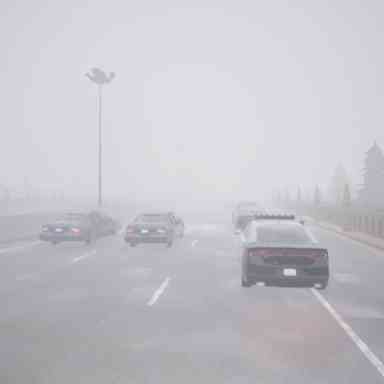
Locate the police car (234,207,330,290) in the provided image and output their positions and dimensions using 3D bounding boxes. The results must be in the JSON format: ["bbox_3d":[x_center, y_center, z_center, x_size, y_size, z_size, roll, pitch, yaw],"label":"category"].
[{"bbox_3d":[2.288,1.435,9.355,1.930,1.638,5.238,0,0,6],"label":"police car"}]

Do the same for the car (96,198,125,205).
[{"bbox_3d":[-9.419,1.596,40.052,1.812,1.442,4.674,0,0,7],"label":"car"}]

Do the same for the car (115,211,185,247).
[{"bbox_3d":[-1.523,1.568,15.267,2.033,1.411,5.357,0,0,6],"label":"car"}]

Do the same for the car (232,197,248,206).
[{"bbox_3d":[8.401,1.630,57.804,1.812,1.442,4.674,0,0,20],"label":"car"}]

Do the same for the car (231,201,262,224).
[{"bbox_3d":[3.397,1.513,19.183,1.882,1.535,5.008,0,0,6],"label":"car"}]

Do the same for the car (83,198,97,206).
[{"bbox_3d":[-12.334,1.584,44.557,1.837,1.490,4.892,0,0,8],"label":"car"}]

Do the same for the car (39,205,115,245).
[{"bbox_3d":[-4.995,1.565,15.706,2.033,1.411,5.357,0,0,6],"label":"car"}]

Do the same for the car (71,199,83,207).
[{"bbox_3d":[-15.364,1.636,48.199,2.033,1.411,5.357,0,0,9],"label":"car"}]

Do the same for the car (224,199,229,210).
[{"bbox_3d":[5.498,1.639,45.563,2.033,1.411,5.357,0,0,12],"label":"car"}]

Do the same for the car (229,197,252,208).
[{"bbox_3d":[4.067,1.400,25.116,2.097,1.767,4.553,0,0,6],"label":"car"}]
